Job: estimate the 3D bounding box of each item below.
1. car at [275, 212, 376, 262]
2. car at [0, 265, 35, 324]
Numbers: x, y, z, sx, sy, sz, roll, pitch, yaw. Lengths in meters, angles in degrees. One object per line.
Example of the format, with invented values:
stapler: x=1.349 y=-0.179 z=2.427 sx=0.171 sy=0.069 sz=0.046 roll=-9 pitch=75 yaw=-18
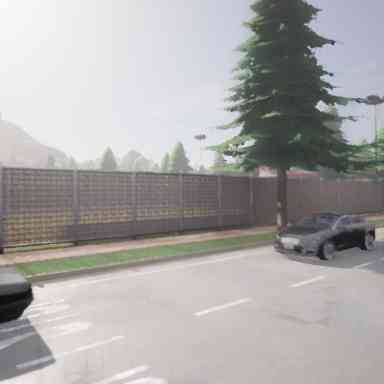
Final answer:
car: x=5.123 y=1.532 z=12.528 sx=4.902 sy=1.511 sz=2.128 roll=0 pitch=0 yaw=-38
car: x=-4.957 y=1.670 z=4.678 sx=4.718 sy=1.301 sz=1.895 roll=0 pitch=0 yaw=-37
